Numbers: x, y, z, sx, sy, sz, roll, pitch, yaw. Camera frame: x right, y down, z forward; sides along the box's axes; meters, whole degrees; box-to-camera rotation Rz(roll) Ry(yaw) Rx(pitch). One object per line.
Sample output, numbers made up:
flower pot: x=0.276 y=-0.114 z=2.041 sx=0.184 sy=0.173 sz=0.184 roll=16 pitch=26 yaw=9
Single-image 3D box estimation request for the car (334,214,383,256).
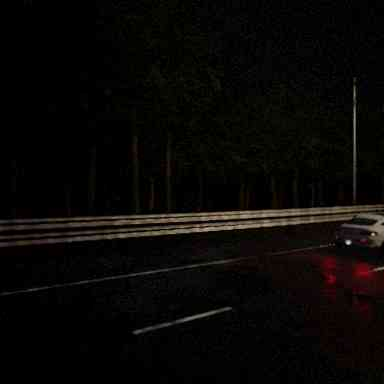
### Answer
car: x=7.670 y=1.624 z=13.604 sx=4.674 sy=1.442 sz=1.812 roll=0 pitch=0 yaw=-35
